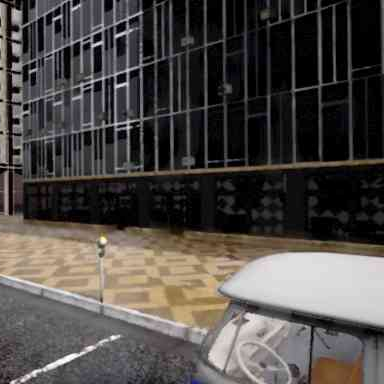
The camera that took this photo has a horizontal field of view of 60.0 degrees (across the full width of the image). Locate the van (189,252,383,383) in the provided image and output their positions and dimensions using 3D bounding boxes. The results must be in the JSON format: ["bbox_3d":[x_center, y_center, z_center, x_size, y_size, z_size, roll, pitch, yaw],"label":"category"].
[{"bbox_3d":[1.782,1.335,1.606,3.998,1.788,1.690,-1,0,35],"label":"van"}]
